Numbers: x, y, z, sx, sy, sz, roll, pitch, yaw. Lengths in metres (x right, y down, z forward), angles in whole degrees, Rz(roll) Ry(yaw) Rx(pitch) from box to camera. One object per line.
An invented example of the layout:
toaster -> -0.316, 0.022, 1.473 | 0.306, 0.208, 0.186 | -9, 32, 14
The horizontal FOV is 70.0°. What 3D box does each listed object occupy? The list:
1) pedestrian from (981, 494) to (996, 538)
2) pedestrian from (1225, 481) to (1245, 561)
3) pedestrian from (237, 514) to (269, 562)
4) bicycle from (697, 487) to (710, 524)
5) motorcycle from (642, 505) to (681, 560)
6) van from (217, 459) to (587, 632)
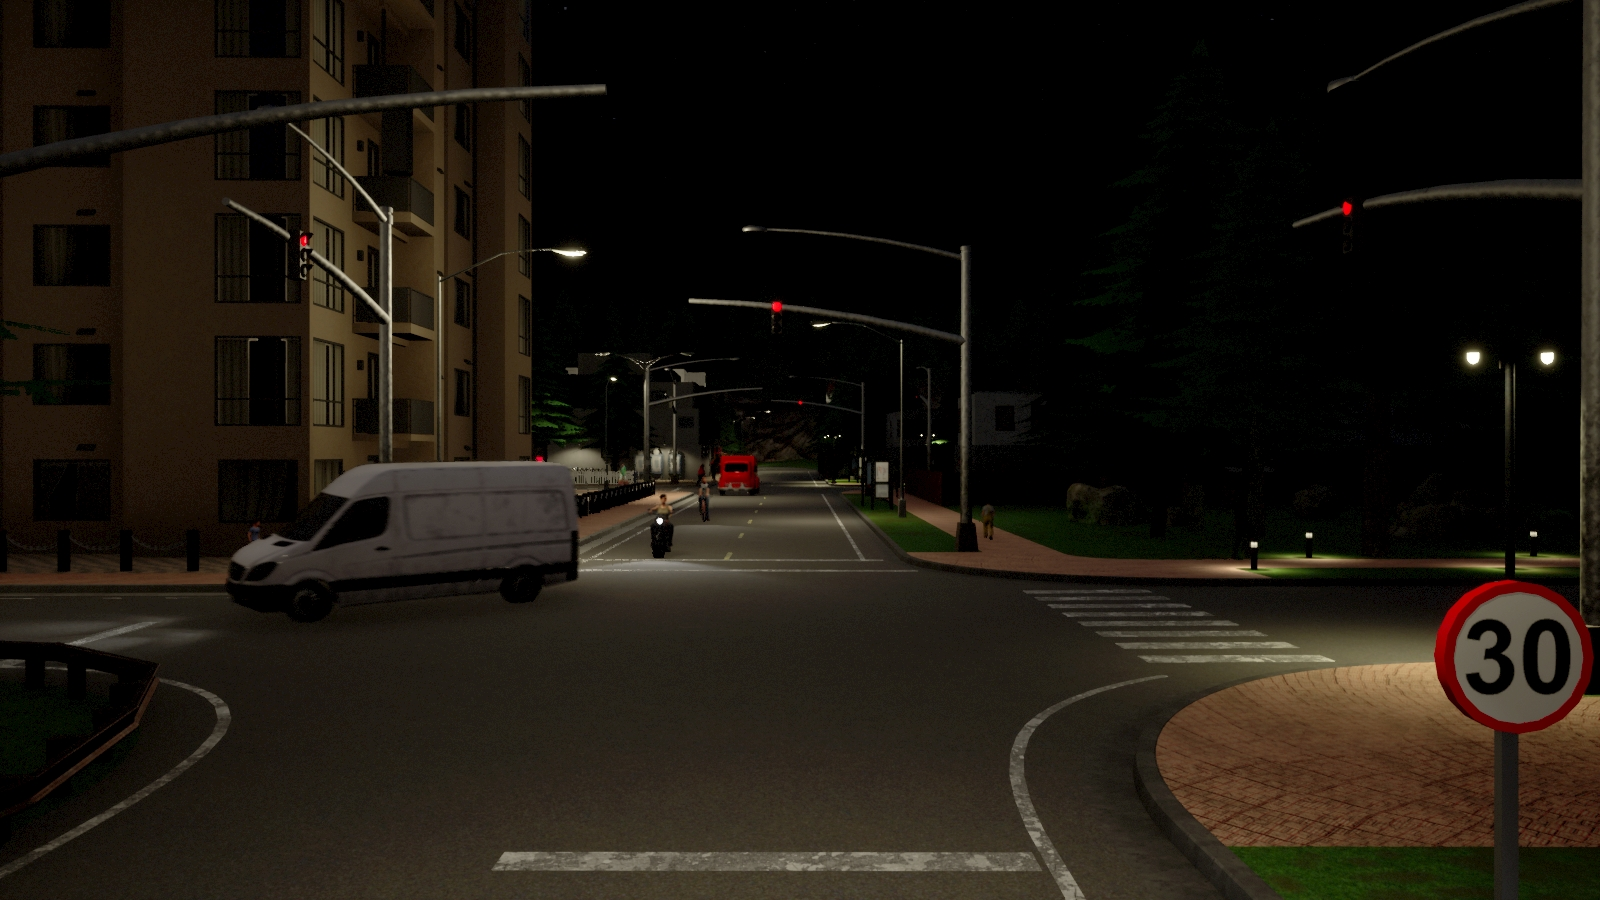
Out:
pedestrian -> 5.585, 1.956, 33.880 | 0.375, 1.300, 0.375 | 0, 0, 1
pedestrian -> 10.255, 1.665, 26.945 | 0.375, 1.860, 0.375 | 0, 0, 6
pedestrian -> -12.804, 2.057, 26.738 | 0.500, 1.100, 0.500 | 0, 0, 3
bicycle -> -3.707, 2.128, 44.110 | 0.373, 1.314, 1.643 | 0, 1, 0
motorcycle -> -3.634, 2.150, 30.184 | 0.764, 1.277, 2.356 | 0, 0, 0
van -> -6.984, 1.516, 20.488 | 5.915, 2.561, 1.988 | 0, 3, -38
